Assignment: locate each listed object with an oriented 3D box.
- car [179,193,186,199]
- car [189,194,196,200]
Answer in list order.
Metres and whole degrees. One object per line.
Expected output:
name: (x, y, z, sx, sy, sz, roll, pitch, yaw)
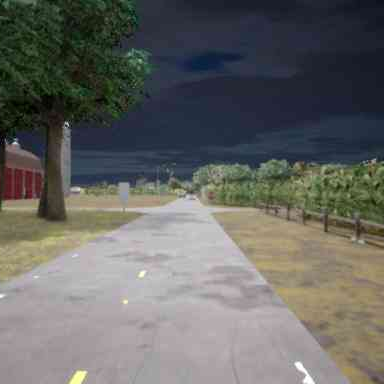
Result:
car: (-2.732, 1.083, 94.893, 1.882, 1.535, 5.008, 0, 0, 0)
car: (0.017, 1.564, 89.079, 1.895, 1.301, 4.718, 0, 0, 0)
